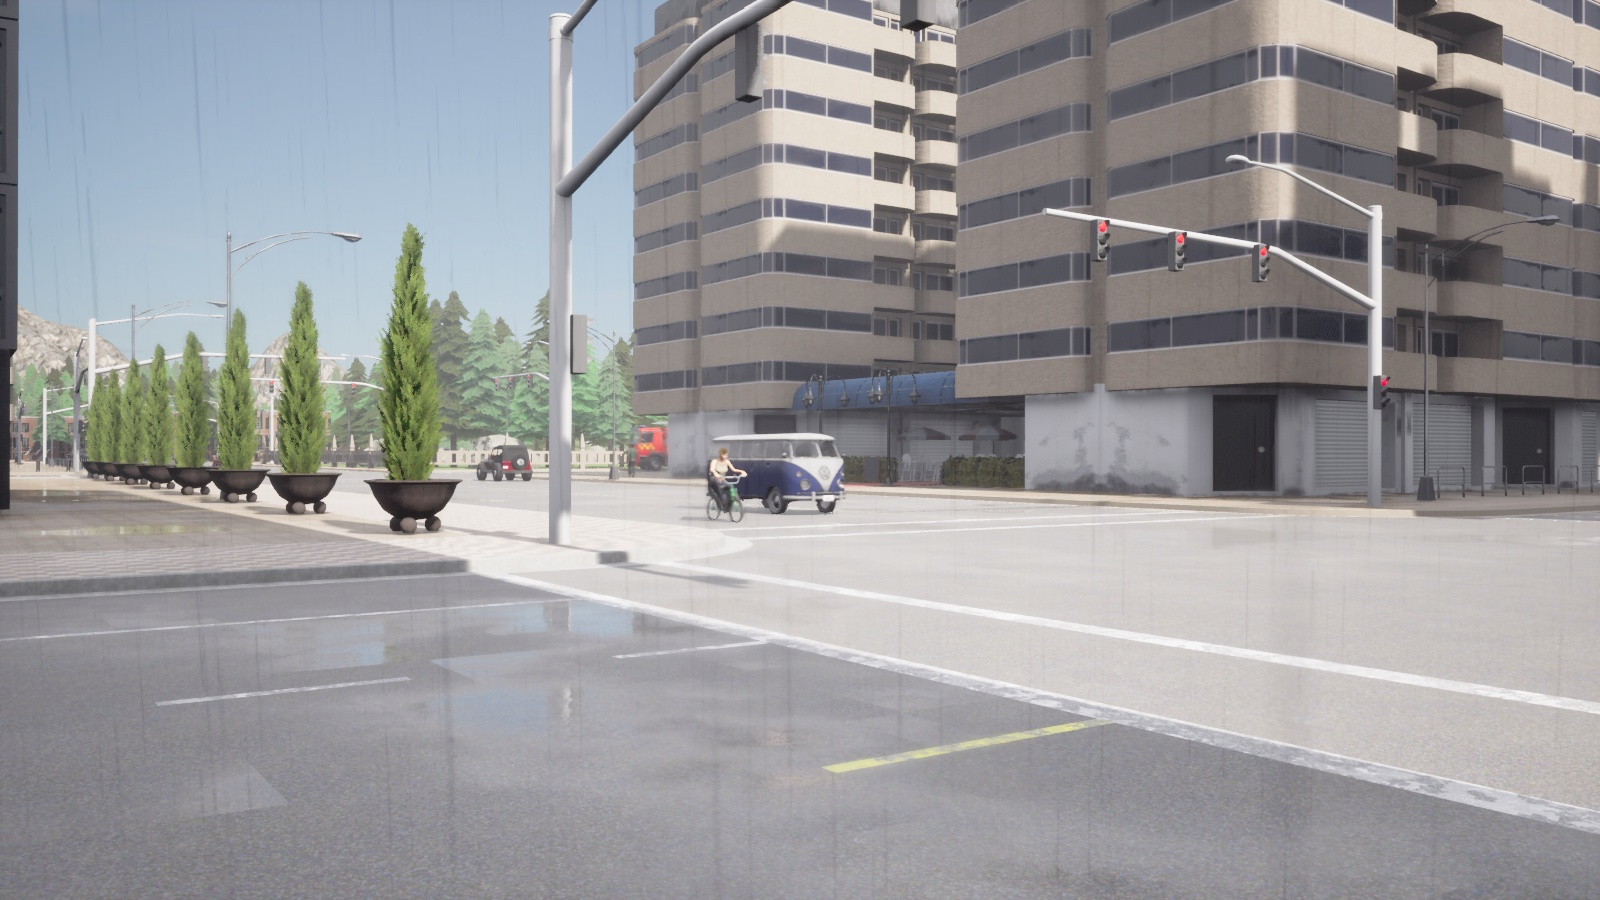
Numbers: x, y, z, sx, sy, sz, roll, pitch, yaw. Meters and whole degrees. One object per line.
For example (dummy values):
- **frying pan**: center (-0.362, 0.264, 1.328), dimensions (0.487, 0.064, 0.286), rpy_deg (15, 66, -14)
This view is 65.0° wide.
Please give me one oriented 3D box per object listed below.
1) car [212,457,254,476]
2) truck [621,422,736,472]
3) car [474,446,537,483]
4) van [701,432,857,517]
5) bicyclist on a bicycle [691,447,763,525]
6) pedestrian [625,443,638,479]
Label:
- **car**: center (-40.573, 1.151, 89.811), dimensions (1.895, 1.301, 4.718), rpy_deg (0, 0, -35)
- **truck**: center (-9.445, -0.216, 97.802), dimensions (8.468, 3.827, 2.891), rpy_deg (0, 0, -22)
- **car**: center (-15.399, 0.734, 65.583), dimensions (1.905, 1.878, 3.866), rpy_deg (0, 0, -34)
- **van**: center (-0.608, 0.578, 31.752), dimensions (1.775, 1.987, 4.442), rpy_deg (0, 0, -35)
- **bicyclist on a bicycle**: center (-1.579, 0.751, 26.981), dimensions (0.866, 1.612, 1.509), rpy_deg (0, 0, -34)
- **pedestrian**: center (-8.976, 0.586, 66.880), dimensions (0.423, 1.949, 0.788), rpy_deg (0, 0, -27)
